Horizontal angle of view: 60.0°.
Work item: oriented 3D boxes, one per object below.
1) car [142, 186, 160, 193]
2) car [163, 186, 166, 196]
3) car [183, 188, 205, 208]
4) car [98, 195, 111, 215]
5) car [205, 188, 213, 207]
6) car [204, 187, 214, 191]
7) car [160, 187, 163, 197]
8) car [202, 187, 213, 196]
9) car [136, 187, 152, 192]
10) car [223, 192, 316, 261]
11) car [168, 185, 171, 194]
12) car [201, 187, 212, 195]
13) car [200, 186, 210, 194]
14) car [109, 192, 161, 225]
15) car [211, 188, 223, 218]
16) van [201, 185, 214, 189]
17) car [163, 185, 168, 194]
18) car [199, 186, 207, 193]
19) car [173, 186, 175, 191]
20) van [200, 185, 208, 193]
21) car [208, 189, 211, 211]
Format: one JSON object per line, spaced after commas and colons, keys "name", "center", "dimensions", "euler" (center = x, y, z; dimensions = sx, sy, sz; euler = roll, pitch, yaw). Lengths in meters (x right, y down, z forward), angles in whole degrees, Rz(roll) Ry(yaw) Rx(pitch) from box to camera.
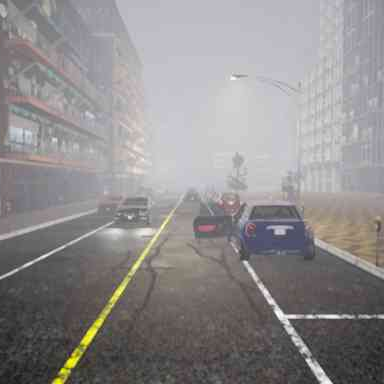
{"name": "car", "center": [-5.698, 0.182, 41.310], "dimensions": [2.192, 1.841, 5.009], "euler": [0, 2, 0]}
{"name": "car", "center": [-5.697, 0.122, 52.366], "dimensions": [2.008, 1.369, 4.403], "euler": [0, 2, 0]}
{"name": "car", "center": [0.052, 0.586, 35.564], "dimensions": [1.994, 1.385, 4.181], "euler": [0, 2, 0]}
{"name": "car", "center": [-5.696, 0.860, 24.743], "dimensions": [1.887, 1.381, 4.507], "euler": [0, 2, 0]}
{"name": "car", "center": [2.684, 0.598, 35.793], "dimensions": [1.802, 1.307, 4.206], "euler": [0, 2, 0]}
{"name": "car", "center": [2.683, 0.449, 41.317], "dimensions": [1.802, 1.307, 4.206], "euler": [0, 2, 0]}
{"name": "car", "center": [-5.696, 0.269, 46.842], "dimensions": [2.008, 1.369, 4.403], "euler": [0, 2, 0]}
{"name": "car", "center": [2.683, -0.055, 58.059], "dimensions": [1.752, 1.417, 4.829], "euler": [0, 2, 0]}
{"name": "car", "center": [-5.697, 0.546, 35.622], "dimensions": [1.752, 1.417, 4.829], "euler": [0, 2, 0]}
{"name": "car", "center": [2.385, 1.039, 11.129], "dimensions": [2.097, 1.767, 4.553], "euler": [0, 2, 0]}
{"name": "car", "center": [-5.697, -0.155, 63.415], "dimensions": [1.947, 1.339, 4.313], "euler": [0, 2, 0]}
{"name": "car", "center": [2.683, -0.155, 63.416], "dimensions": [1.947, 1.339, 4.313], "euler": [0, 1, 0]}
{"name": "car", "center": [2.682, -0.426, 68.937], "dimensions": [1.967, 1.590, 4.097], "euler": [0, 1, 0]}
{"name": "car", "center": [-3.099, 0.976, 19.012], "dimensions": [1.837, 1.490, 4.892], "euler": [0, 2, 0]}
{"name": "car", "center": [2.683, 0.756, 24.739], "dimensions": [1.967, 1.590, 4.097], "euler": [0, 2, 0]}
{"name": "van", "center": [2.682, -0.088, 52.360], "dimensions": [1.690, 1.788, 3.998], "euler": [0, 2, 0]}
{"name": "car", "center": [-5.697, -0.135, 57.887], "dimensions": [1.967, 1.590, 4.097], "euler": [0, 2, 0]}
{"name": "car", "center": [2.682, -0.633, 80.158], "dimensions": [1.752, 1.417, 4.829], "euler": [0, 1, 0]}
{"name": "car", "center": [-5.698, -0.572, 79.990], "dimensions": [1.802, 1.307, 4.206], "euler": [0, 1, 0]}
{"name": "van", "center": [2.681, -0.669, 74.460], "dimensions": [1.690, 1.788, 3.998], "euler": [0, 1, 0]}
{"name": "car", "center": [2.684, 0.686, 30.436], "dimensions": [1.752, 1.417, 4.829], "euler": [0, 2, 0]}
